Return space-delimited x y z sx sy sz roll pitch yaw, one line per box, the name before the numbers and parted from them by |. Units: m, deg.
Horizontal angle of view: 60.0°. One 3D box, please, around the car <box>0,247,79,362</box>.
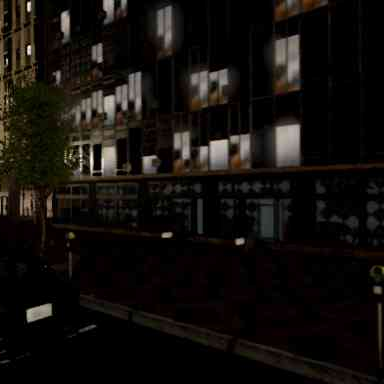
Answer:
car | -3.651 1.593 5.479 4.313 1.339 1.947 0 0 35
